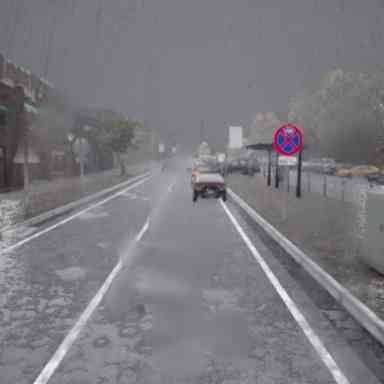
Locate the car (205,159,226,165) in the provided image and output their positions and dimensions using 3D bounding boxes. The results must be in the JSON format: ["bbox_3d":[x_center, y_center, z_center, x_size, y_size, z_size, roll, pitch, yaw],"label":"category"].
[{"bbox_3d":[5.642,-7.275,80.367,4.892,1.521,2.231,0,7,0],"label":"car"}]

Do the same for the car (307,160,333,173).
[{"bbox_3d":[18.796,-3.191,45.015,5.008,1.535,2.097,0,6,0],"label":"car"}]

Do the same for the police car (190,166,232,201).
[{"bbox_3d":[0.967,-0.463,19.879,1.930,1.638,5.238,0,6,0],"label":"police car"}]

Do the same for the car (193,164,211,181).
[{"bbox_3d":[0.960,-2.201,35.882,1.801,1.575,5.366,0,6,0],"label":"car"}]

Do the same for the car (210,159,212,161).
[{"bbox_3d":[5.693,-4.027,52.513,5.008,1.535,2.097,0,6,0],"label":"car"}]

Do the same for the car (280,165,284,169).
[{"bbox_3d":[18.951,-4.741,58.810,5.366,1.575,1.946,0,6,0],"label":"car"}]

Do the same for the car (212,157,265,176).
[{"bbox_3d":[5.690,-3.034,41.341,5.566,2.045,2.435,0,6,0],"label":"car"}]

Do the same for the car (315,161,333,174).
[{"bbox_3d":[18.802,-2.882,42.257,4.892,1.521,2.231,0,6,0],"label":"car"}]

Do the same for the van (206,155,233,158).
[{"bbox_3d":[5.785,-6.171,69.208,4.442,1.987,1.878,0,7,0],"label":"van"}]

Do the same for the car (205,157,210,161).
[{"bbox_3d":[5.679,-5.618,66.446,4.892,1.521,2.231,0,7,0],"label":"car"}]

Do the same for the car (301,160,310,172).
[{"bbox_3d":[18.791,-3.499,47.774,5.008,1.535,2.097,0,6,0],"label":"car"}]

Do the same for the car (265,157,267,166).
[{"bbox_3d":[18.775,-6.269,69.813,5.566,2.045,2.435,0,7,0],"label":"car"}]

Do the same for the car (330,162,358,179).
[{"bbox_3d":[18.620,-2.271,36.740,5.366,1.575,1.946,0,6,0],"label":"car"}]

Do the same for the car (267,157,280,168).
[{"bbox_3d":[18.723,-5.944,67.055,5.566,2.045,2.435,0,7,0],"label":"car"}]

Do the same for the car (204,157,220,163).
[{"bbox_3d":[5.592,-9.064,94.269,4.553,1.767,2.185,0,7,0],"label":"car"}]

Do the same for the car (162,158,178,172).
[{"bbox_3d":[-3.340,-4.115,50.813,2.150,2.045,5.566,0,6,0],"label":"car"}]

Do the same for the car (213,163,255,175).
[{"bbox_3d":[5.528,-3.098,44.155,5.366,1.575,1.946,0,6,0],"label":"car"}]

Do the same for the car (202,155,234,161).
[{"bbox_3d":[5.635,-6.528,71.985,5.566,2.045,2.435,0,7,0],"label":"car"}]

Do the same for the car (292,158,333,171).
[{"bbox_3d":[18.752,-4.056,50.505,5.566,2.045,2.435,0,6,0],"label":"car"}]

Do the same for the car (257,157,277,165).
[{"bbox_3d":[18.753,-7.791,83.610,4.553,1.767,2.185,0,7,0],"label":"car"}]

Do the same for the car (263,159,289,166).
[{"bbox_3d":[18.923,-6.681,75.354,5.366,1.575,1.946,0,7,0],"label":"car"}]

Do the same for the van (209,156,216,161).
[{"bbox_3d":[5.576,-4.564,55.278,4.442,1.987,1.878,0,6,0],"label":"van"}]

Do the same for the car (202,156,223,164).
[{"bbox_3d":[5.599,-8.857,91.471,5.566,2.045,2.435,0,7,0],"label":"car"}]

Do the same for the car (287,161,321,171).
[{"bbox_3d":[18.766,-4.425,56.051,5.008,1.535,2.097,0,6,0],"label":"car"}]

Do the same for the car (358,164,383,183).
[{"bbox_3d":[18.787,-1.623,31.226,4.792,1.488,2.163,0,6,0],"label":"car"}]

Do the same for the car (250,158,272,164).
[{"bbox_3d":[18.527,-8.328,89.135,5.366,1.575,1.946,0,7,0],"label":"car"}]

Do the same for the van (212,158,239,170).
[{"bbox_3d":[5.805,-4.879,58.062,4.442,1.987,1.878,0,6,0],"label":"van"}]

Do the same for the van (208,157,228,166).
[{"bbox_3d":[5.775,-6.835,74.773,4.442,1.987,1.878,0,7,0],"label":"van"}]

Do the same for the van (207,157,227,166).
[{"bbox_3d":[5.770,-7.168,77.556,4.442,1.987,1.878,0,7,0],"label":"van"}]

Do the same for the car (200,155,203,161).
[{"bbox_3d":[5.604,-8.524,88.687,5.566,2.045,2.435,0,7,0],"label":"car"}]

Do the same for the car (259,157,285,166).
[{"bbox_3d":[18.760,-7.257,78.081,5.566,2.045,2.435,0,7,0],"label":"car"}]

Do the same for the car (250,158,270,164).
[{"bbox_3d":[18.713,-8.653,91.893,4.892,1.521,2.231,0,7,0],"label":"car"}]

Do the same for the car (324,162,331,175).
[{"bbox_3d":[18.830,-2.546,39.502,4.792,1.488,2.163,0,6,0],"label":"car"}]

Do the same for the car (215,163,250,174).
[{"bbox_3d":[5.711,-3.366,46.946,4.674,1.452,2.002,0,6,0],"label":"car"}]

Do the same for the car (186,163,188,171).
[{"bbox_3d":[-0.023,-4.192,54.822,1.895,1.301,4.718,0,7,0],"label":"car"}]

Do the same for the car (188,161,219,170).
[{"bbox_3d":[0.962,-1.614,29.681,2.097,1.767,4.553,0,6,0],"label":"car"}]

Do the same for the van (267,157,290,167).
[{"bbox_3d":[18.858,-6.573,72.573,4.442,1.987,1.878,0,7,0],"label":"van"}]

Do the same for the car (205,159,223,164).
[{"bbox_3d":[5.635,-7.902,85.938,4.674,1.452,2.002,0,7,0],"label":"car"}]

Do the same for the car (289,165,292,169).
[{"bbox_3d":[18.770,-4.113,53.290,4.892,1.521,2.231,0,6,0],"label":"car"}]
